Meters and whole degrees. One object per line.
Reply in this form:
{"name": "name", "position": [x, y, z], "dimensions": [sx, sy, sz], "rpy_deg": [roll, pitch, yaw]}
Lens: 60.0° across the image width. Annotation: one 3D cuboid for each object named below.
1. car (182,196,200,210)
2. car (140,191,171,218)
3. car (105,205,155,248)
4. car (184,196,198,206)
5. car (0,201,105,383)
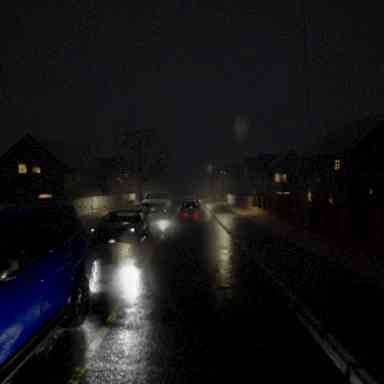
{"name": "car", "position": [-0.117, 1.292, 36.294], "dimensions": [1.895, 1.301, 4.718], "rpy_deg": [0, 0, 0]}
{"name": "car", "position": [-2.923, 0.967, 27.660], "dimensions": [2.150, 2.045, 5.566], "rpy_deg": [0, 0, 0]}
{"name": "car", "position": [-2.895, 1.454, 14.236], "dimensions": [1.895, 1.301, 4.718], "rpy_deg": [0, 1, 0]}
{"name": "car", "position": [-0.206, 1.234, 48.416], "dimensions": [1.895, 1.301, 4.718], "rpy_deg": [0, 0, -1]}
{"name": "car", "position": [-2.863, 1.180, 3.932], "dimensions": [2.150, 2.045, 5.566], "rpy_deg": [0, 0, 0]}
